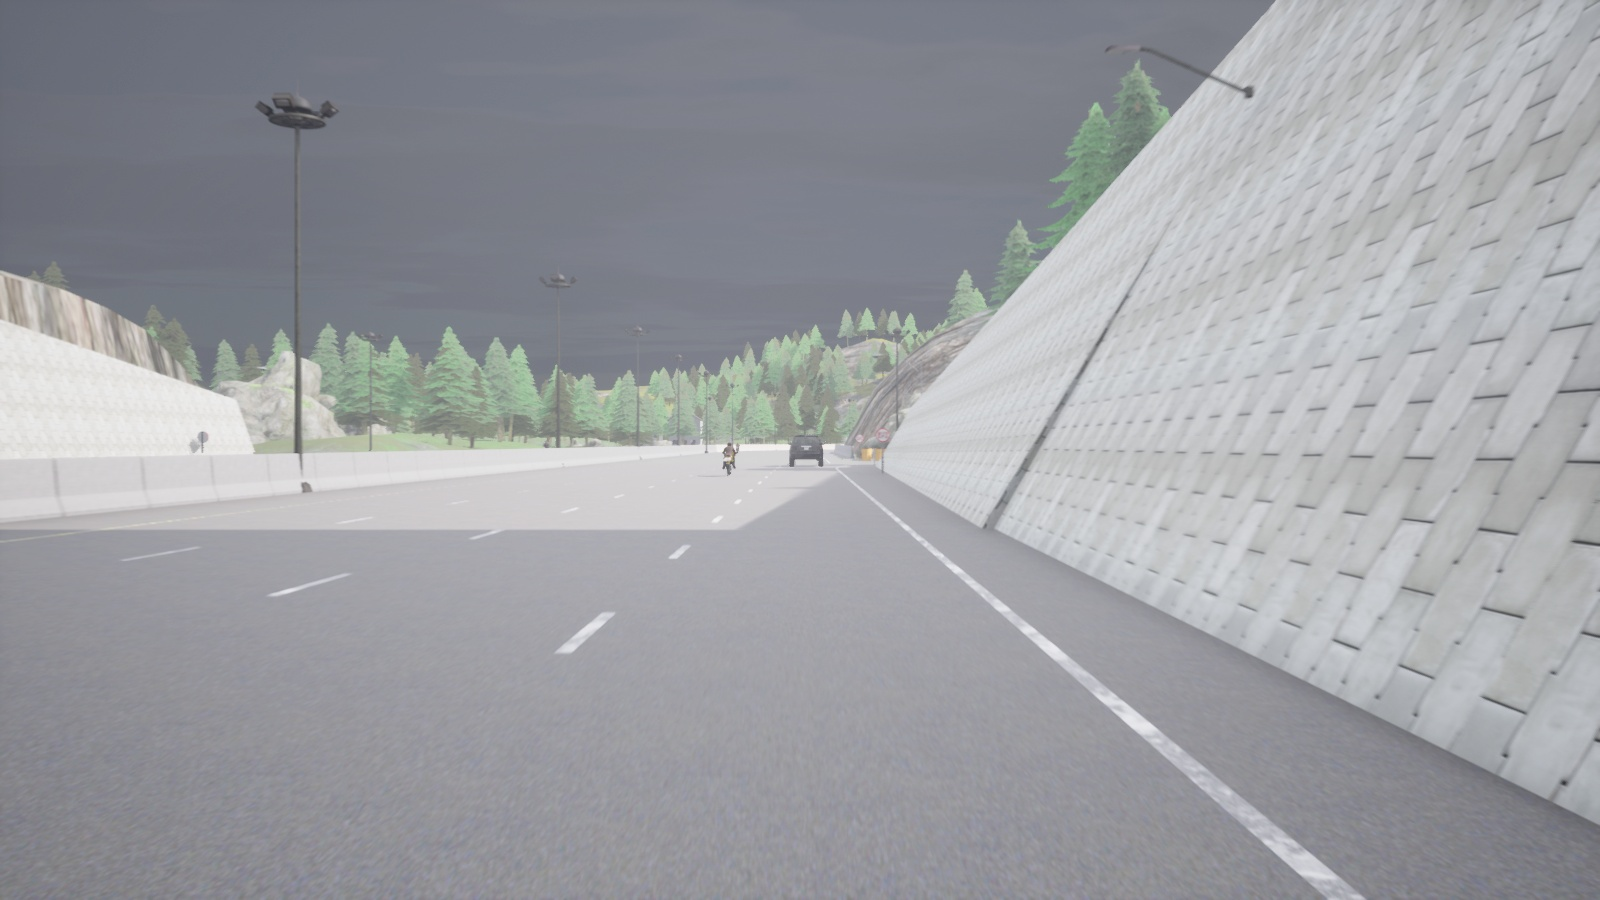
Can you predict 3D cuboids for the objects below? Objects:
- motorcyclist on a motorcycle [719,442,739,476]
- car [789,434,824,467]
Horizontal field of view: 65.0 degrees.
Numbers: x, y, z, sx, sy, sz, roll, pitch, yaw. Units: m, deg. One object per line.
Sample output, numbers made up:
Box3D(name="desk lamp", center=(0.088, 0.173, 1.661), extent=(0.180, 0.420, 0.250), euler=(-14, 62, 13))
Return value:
Box3D(name="motorcyclist on a motorcycle", center=(-3.205, 0.408, 57.047), extent=(0.797, 1.523, 2.044), euler=(0, 0, 0))
Box3D(name="car", center=(0.412, 0.015, 80.810), extent=(2.150, 2.045, 5.566), euler=(0, 0, 0))
